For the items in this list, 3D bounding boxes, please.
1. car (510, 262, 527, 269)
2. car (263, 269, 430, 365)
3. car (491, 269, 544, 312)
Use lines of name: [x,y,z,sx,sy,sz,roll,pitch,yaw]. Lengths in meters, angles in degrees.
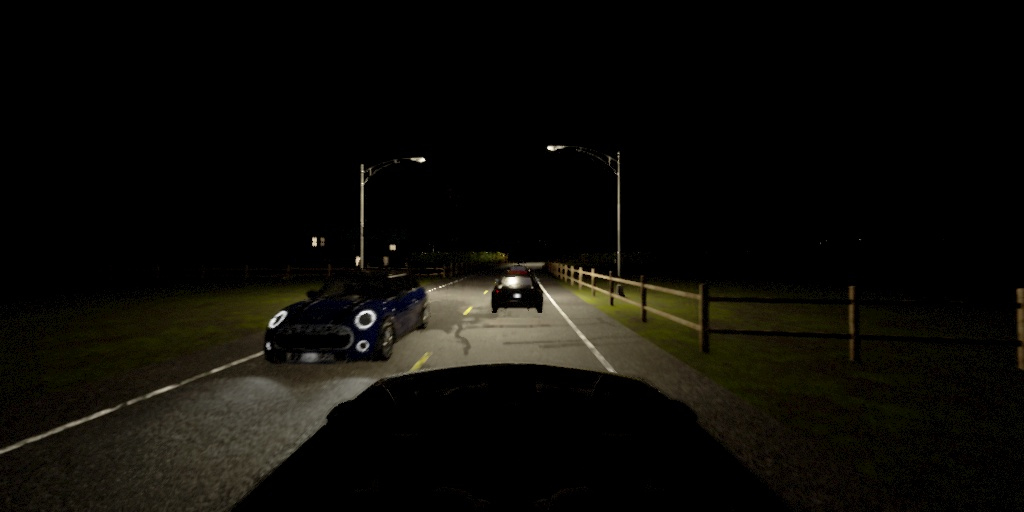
car: [0.552,1.477,30.627,2.033,1.411,5.357,0,0,2]
car: [-3.404,1.142,8.318,2.097,1.767,4.553,0,0,0]
car: [0.212,1.398,14.700,1.994,1.385,4.181,0,0,1]
